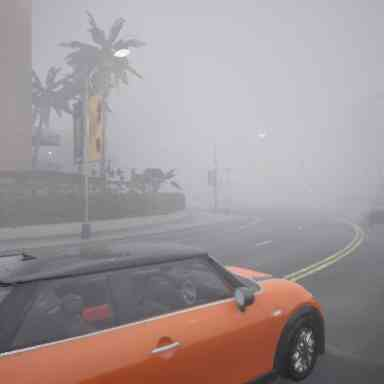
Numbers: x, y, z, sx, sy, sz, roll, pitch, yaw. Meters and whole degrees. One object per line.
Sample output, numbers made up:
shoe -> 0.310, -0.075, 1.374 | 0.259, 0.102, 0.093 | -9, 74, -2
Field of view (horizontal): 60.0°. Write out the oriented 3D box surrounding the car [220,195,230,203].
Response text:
car -> 8.525, 1.803, 86.410 | 2.185, 1.767, 4.553 | 0, 0, 3

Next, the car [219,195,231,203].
car -> 8.292, 1.895, 79.987 | 2.097, 1.535, 5.008 | 0, 0, 3

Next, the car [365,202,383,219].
car -> 18.627, 1.733, 32.124 | 1.994, 1.385, 4.181 | 0, 0, 7

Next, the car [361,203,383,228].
car -> 13.045, 1.600, 23.130 | 1.882, 1.535, 5.008 | 0, 0, 20

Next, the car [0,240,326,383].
car -> -0.412, 1.373, 3.893 | 4.553, 1.767, 2.097 | 0, 0, -38
